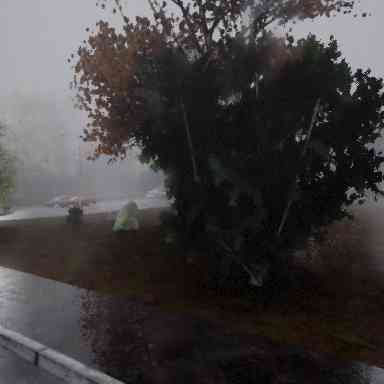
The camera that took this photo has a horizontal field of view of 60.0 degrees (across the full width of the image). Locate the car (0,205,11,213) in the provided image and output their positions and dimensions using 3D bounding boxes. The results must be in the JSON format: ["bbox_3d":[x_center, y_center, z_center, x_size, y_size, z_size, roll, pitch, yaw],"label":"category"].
[{"bbox_3d":[-21.715,1.646,34.685,1.895,1.301,4.718,0,1,39],"label":"car"}]

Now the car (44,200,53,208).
[{"bbox_3d":[-17.652,1.313,45.328,1.837,1.490,4.892,0,2,39],"label":"car"}]

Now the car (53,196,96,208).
[{"bbox_3d":[-14.876,1.273,43.193,1.882,1.535,5.008,0,2,39],"label":"car"}]

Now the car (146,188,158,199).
[{"bbox_3d":[-5.740,0.189,60.066,2.150,2.045,5.566,0,2,39],"label":"car"}]

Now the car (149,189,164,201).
[{"bbox_3d":[-4.465,0.595,56.096,1.812,1.442,4.674,0,3,39],"label":"car"}]
